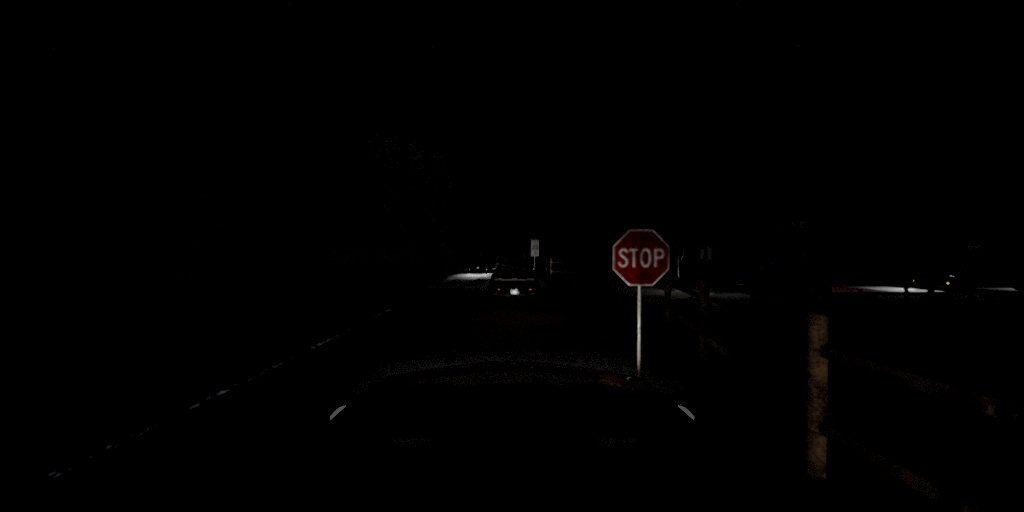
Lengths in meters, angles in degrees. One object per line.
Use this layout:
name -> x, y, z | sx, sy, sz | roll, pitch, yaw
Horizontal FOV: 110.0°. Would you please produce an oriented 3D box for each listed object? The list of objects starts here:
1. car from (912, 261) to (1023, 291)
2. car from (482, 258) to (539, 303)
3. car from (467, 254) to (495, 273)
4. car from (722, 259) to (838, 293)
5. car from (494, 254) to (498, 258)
car -> 22.627, 0.951, 17.727 | 4.181, 1.385, 1.994 | 0, 1, 0
car -> 0.085, 1.014, 15.111 | 2.128, 1.511, 4.902 | 0, 1, 0
car -> -2.871, 0.780, 32.529 | 1.994, 1.385, 4.181 | 0, 1, 1
car -> 12.972, 0.909, 17.521 | 5.008, 1.535, 1.882 | 0, 1, -2
car -> -2.879, 0.558, 41.386 | 1.837, 1.490, 4.892 | 0, 1, 0
